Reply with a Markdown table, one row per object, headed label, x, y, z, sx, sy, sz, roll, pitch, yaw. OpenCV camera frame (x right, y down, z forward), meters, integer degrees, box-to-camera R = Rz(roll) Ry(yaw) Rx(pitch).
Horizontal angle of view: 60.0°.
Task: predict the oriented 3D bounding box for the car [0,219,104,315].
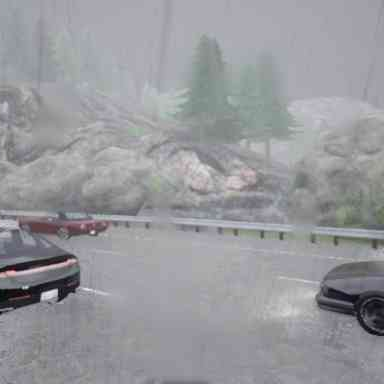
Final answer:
| label | x | y | z | sx | sy | sz | roll | pitch | yaw |
| --- | --- | --- | --- | --- | --- | --- | --- | --- | --- |
| car | -4.366 | 1.472 | 6.793 | 4.902 | 1.511 | 2.128 | 0 | 0 | 33 |

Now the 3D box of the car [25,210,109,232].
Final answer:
| label | x | y | z | sx | sy | sz | roll | pitch | yaw |
| --- | --- | --- | --- | --- | --- | --- | --- | --- | --- |
| car | -6.439 | 1.555 | 16.348 | 4.718 | 1.301 | 1.895 | 0 | 0 | 31 |

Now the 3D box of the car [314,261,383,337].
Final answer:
| label | x | y | z | sx | sy | sz | roll | pitch | yaw |
| --- | --- | --- | --- | --- | --- | --- | --- | --- | --- |
| car | 4.732 | 1.533 | 4.856 | 5.357 | 1.411 | 2.033 | 0 | 0 | 36 |
